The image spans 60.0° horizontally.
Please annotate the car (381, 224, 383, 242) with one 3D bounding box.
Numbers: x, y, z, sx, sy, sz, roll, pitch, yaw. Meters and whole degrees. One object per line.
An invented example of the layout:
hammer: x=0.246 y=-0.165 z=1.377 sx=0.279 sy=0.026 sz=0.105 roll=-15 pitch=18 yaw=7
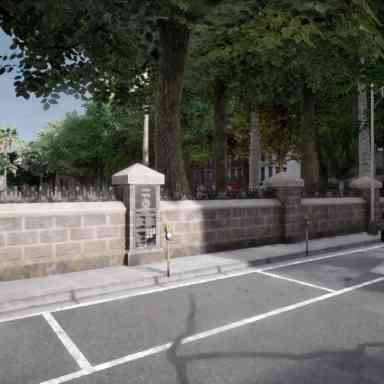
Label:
car: x=9.670 y=1.310 z=13.439 sx=5.009 sy=1.841 sz=2.192 roll=0 pitch=0 yaw=-36
